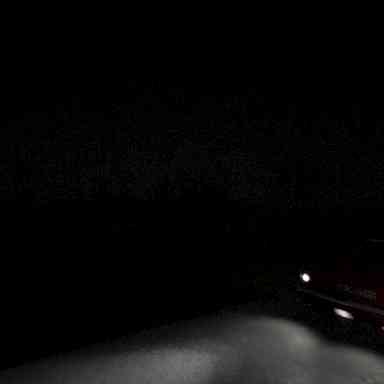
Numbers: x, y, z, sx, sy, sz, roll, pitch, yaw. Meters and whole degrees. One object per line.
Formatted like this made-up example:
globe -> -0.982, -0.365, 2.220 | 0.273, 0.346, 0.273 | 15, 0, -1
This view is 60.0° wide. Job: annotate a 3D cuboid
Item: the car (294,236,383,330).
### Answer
car -> 4.145, 1.562, 6.445 | 4.718, 1.301, 1.895 | 0, 0, -35
